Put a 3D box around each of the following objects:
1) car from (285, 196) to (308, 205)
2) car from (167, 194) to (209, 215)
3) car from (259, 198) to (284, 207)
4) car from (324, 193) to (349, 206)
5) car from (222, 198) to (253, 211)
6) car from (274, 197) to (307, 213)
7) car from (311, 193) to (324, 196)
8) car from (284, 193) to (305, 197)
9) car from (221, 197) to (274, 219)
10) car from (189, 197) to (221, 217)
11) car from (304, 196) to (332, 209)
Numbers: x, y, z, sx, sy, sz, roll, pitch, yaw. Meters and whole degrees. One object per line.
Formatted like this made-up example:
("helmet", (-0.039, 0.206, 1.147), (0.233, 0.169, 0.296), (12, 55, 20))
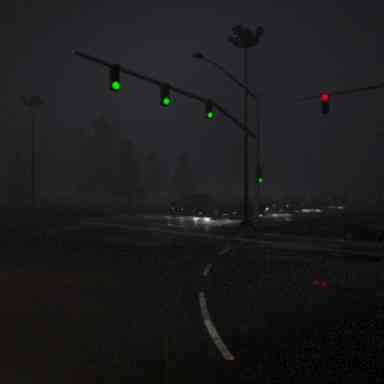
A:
("car", (18.204, 1.418, 57.768), (2.128, 1.511, 4.902), (0, 0, 38))
("car", (-0.139, 1.191, 34.092), (2.150, 2.045, 5.566), (0, 0, 38))
("car", (11.874, 1.542, 49.683), (1.895, 1.301, 4.718), (0, 0, 38))
("car", (23.541, 1.147, 53.275), (2.150, 2.045, 5.566), (0, 0, 38))
("car", (5.798, 1.481, 41.809), (1.812, 1.442, 4.674), (0, 0, 38))
("car", (10.636, 1.555, 36.623), (1.895, 1.301, 4.718), (0, 0, 38))
("car", (21.830, 1.143, 56.734), (2.150, 2.045, 5.566), (0, 0, 38))
("car", (14.532, 1.161, 47.410), (2.150, 2.045, 5.566), (0, 0, 38))
("car", (4.987, 1.459, 29.281), (2.128, 1.511, 4.902), (0, 0, 38))
("car", (2.356, 1.516, 31.603), (2.033, 1.411, 5.357), (0, 0, 37))
("car", (16.802, 1.540, 44.621), (1.895, 1.301, 4.718), (0, 0, 38))
